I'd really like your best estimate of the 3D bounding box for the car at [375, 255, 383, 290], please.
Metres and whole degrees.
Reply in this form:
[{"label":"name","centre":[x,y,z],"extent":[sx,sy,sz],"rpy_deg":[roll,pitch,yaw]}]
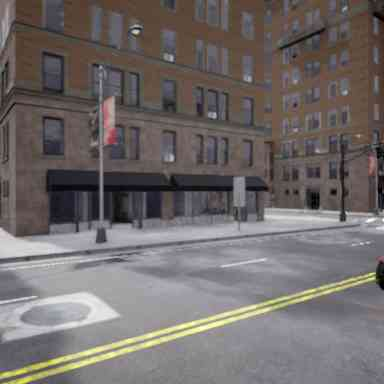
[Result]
[{"label":"car","centre":[6.183,1.622,7.850],"extent":[4.181,1.385,1.994],"rpy_deg":[0,0,-36]}]
